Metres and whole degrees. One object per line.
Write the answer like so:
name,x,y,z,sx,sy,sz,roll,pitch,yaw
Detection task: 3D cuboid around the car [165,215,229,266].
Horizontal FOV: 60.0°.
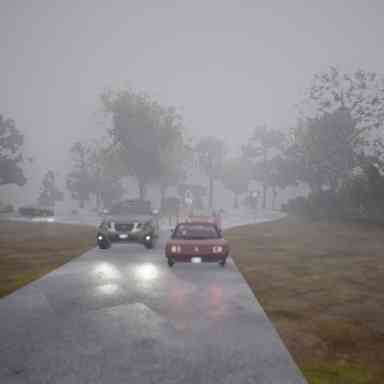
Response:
car,0.156,1.702,11.852,1.895,1.301,4.718,0,0,1

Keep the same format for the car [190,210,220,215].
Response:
car,0.825,1.781,21.190,1.895,1.301,4.718,0,0,9

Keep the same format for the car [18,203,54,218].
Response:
car,-15.999,1.835,33.954,2.033,1.411,5.357,0,-1,-45

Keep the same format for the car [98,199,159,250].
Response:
car,-2.692,1.352,15.367,2.150,2.045,5.566,0,0,-2
